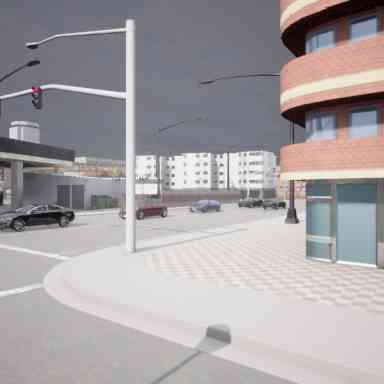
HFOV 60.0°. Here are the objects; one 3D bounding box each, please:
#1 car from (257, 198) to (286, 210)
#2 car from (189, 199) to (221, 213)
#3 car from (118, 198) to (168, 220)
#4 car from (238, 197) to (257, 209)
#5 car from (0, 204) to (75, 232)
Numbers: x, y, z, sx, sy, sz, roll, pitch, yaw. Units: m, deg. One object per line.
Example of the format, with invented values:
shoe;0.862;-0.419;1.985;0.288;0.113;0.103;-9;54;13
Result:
car;10.870;1.491;43.704;2.128;1.511;4.902;0;0;35
car;1.537;1.526;36.685;1.812;1.442;4.674;0;0;35
car;-4.121;1.352;28.490;2.097;1.767;4.553;0;0;34
car;8.119;1.478;46.165;1.882;1.535;5.008;0;0;35
car;-9.602;1.491;20.477;2.128;1.511;4.902;0;0;34
